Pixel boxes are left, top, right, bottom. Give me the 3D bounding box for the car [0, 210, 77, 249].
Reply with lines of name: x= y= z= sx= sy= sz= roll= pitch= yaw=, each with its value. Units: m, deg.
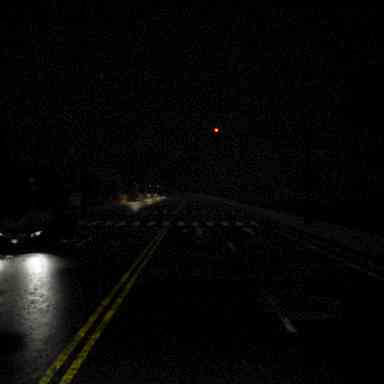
car: x=-6.501 y=1.526 z=14.508 sx=1.812 sy=1.442 sz=4.674 roll=0 pitch=0 yaw=0
